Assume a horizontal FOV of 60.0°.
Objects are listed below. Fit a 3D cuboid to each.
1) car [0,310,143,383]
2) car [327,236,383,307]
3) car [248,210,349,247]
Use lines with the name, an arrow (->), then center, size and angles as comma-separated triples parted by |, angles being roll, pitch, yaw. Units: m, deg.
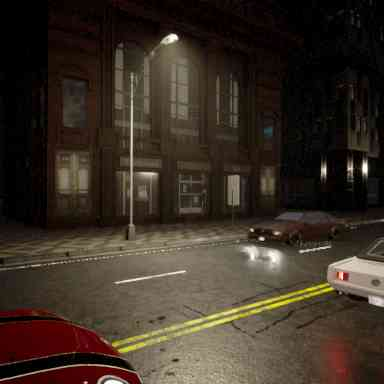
car -> -2.424, 1.352, 1.711 | 4.553, 1.767, 2.097 | 0, 0, -36
car -> 5.010, 1.597, 7.014 | 4.718, 1.301, 1.895 | 0, 0, -35
car -> 5.042, 1.539, 15.273 | 5.357, 1.411, 2.033 | 0, 0, -36
